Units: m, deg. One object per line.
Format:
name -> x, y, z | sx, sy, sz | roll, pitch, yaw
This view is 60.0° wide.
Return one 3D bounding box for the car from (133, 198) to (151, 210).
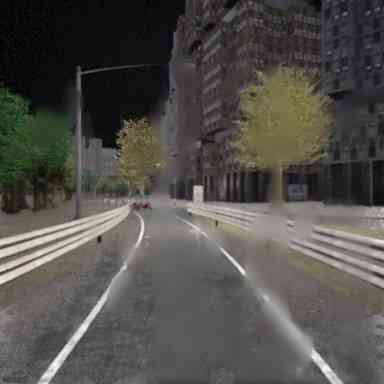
car -> -7.497, 1.681, 49.340 | 2.097, 1.767, 4.553 | 0, 0, -18
